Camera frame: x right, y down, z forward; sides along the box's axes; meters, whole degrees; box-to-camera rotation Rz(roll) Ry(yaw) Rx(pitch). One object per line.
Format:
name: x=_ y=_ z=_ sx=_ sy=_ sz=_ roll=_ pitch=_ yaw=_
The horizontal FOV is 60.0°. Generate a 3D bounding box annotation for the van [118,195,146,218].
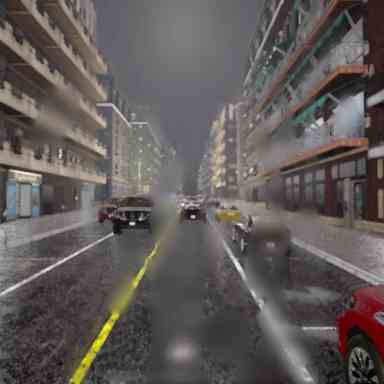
van: x=-5.299 y=1.234 z=29.904 sx=1.690 sy=1.788 sz=3.998 roll=2 pitch=0 yaw=0

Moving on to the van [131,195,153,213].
van: x=-5.301 y=1.218 z=35.570 sx=1.690 sy=1.788 sz=3.998 roll=2 pitch=0 yaw=0

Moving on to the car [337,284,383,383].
car: x=2.594 y=1.308 z=1.581 sx=2.192 sy=1.841 sz=5.009 roll=2 pitch=0 yaw=0

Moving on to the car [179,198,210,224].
car: x=0.080 y=1.435 z=23.857 sx=1.812 sy=1.442 sz=4.674 roll=0 pitch=0 yaw=0

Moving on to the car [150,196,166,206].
car: x=-5.317 y=1.399 z=52.565 sx=1.947 sy=1.339 sz=4.313 roll=2 pitch=0 yaw=0

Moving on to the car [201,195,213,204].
car: x=2.561 y=1.347 z=58.398 sx=1.752 sy=1.417 sz=4.829 roll=2 pitch=0 yaw=0

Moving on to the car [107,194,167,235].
car: x=-2.859 y=1.147 z=18.675 sx=2.150 sy=2.045 sz=5.566 roll=0 pitch=0 yaw=0

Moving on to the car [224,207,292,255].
car: x=2.582 y=1.498 z=12.910 sx=2.008 sy=1.369 sz=4.403 roll=2 pitch=0 yaw=0

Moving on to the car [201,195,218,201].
car: x=2.569 y=1.412 z=41.234 sx=2.008 sy=1.369 sz=4.403 roll=2 pitch=0 yaw=0

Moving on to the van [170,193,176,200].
van: x=-5.328 y=1.130 z=90.802 sx=1.690 sy=1.788 sz=3.998 roll=2 pitch=0 yaw=0

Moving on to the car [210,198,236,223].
car: x=2.577 y=1.434 z=24.409 sx=1.752 sy=1.417 sz=4.829 roll=2 pitch=0 yaw=0

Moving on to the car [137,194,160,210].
car: x=-5.303 y=1.177 z=41.235 sx=2.192 sy=1.841 sz=5.009 roll=2 pitch=0 yaw=0

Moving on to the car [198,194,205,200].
car: x=2.545 y=1.334 z=90.711 sx=1.887 sy=1.381 sz=4.507 roll=2 pitch=0 yaw=0

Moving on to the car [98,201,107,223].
car: x=-5.295 y=1.224 z=24.241 sx=2.192 sy=1.841 sz=5.009 roll=2 pitch=0 yaw=0

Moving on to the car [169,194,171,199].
car: x=-5.319 y=1.373 z=58.230 sx=2.008 sy=1.369 sz=4.403 roll=2 pitch=0 yaw=0

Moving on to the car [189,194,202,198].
car: x=0.082 y=1.315 z=42.150 sx=1.801 sy=1.575 sz=5.366 roll=0 pitch=0 yaw=0
